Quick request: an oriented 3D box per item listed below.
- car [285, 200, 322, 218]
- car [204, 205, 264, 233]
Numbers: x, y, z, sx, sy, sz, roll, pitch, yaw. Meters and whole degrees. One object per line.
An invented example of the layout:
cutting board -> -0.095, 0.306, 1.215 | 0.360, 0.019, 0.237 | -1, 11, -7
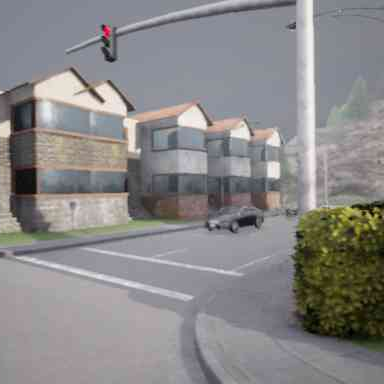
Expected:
car -> 9.929, 1.428, 29.520 | 1.882, 1.535, 5.008 | -1, 0, 39
car -> 2.678, 1.567, 20.473 | 2.128, 1.511, 4.902 | -1, 0, 39
